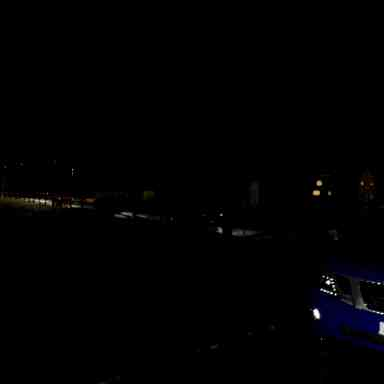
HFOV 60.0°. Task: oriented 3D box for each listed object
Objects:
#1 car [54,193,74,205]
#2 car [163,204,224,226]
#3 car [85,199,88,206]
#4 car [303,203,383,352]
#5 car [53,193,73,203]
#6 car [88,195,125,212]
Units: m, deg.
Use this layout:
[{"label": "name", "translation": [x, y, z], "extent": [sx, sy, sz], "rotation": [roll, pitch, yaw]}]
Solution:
[{"label": "car", "translation": [-18.632, 0.922, 47.992], "extent": [2.097, 1.767, 4.553], "rotation": [1, 0, -36]}, {"label": "car", "translation": [0.013, 1.509, 22.400], "extent": [1.895, 1.301, 4.718], "rotation": [1, 0, -36]}, {"label": "car", "translation": [-12.867, 1.164, 44.981], "extent": [1.882, 1.535, 5.008], "rotation": [1, 0, -36]}, {"label": "car", "translation": [3.938, 1.278, 6.073], "extent": [2.150, 2.045, 5.566], "rotation": [2, 0, 35]}, {"label": "car", "translation": [-22.621, 0.995, 58.280], "extent": [2.128, 1.511, 4.902], "rotation": [1, 0, -36]}, {"label": "car", "translation": [-8.464, 1.250, 33.982], "extent": [2.128, 1.511, 4.902], "rotation": [1, 0, -36]}]
